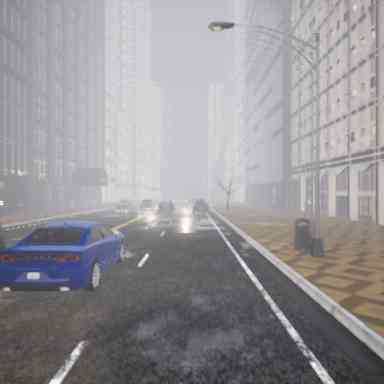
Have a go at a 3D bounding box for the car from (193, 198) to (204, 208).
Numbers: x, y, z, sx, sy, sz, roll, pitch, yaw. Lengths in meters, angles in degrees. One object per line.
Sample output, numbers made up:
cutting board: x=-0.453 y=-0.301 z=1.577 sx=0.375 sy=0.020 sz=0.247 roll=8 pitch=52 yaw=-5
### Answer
car: x=0.988 y=1.714 z=53.389 sx=1.801 sy=1.575 sz=5.366 roll=0 pitch=0 yaw=0

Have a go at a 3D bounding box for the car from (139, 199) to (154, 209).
car: x=-6.557 y=1.734 z=48.453 sx=1.837 sy=1.490 sz=4.892 roll=0 pitch=0 yaw=0

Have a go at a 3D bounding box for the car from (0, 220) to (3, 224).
car: x=-6.596 y=1.251 z=7.607 sx=2.150 sy=2.045 sz=5.566 roll=0 pitch=0 yaw=0

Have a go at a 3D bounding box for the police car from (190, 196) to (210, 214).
police car: x=0.984 y=1.589 z=37.309 sx=1.930 sy=1.638 sz=5.238 roll=0 pitch=0 yaw=0

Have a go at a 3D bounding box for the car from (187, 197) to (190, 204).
car: x=0.017 y=1.789 z=72.741 sx=1.812 sy=1.442 sz=4.674 roll=0 pitch=0 yaw=0

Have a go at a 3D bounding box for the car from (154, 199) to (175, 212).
car: x=-3.140 y=1.683 z=42.056 sx=2.128 sy=1.511 sz=4.902 roll=0 pitch=0 yaw=0

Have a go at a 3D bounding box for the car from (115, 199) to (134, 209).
car: x=-9.793 y=1.779 z=48.703 sx=2.033 sy=1.411 sz=5.357 roll=0 pitch=0 yaw=1

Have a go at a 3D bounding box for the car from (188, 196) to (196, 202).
car: x=0.021 y=1.896 z=88.573 sx=1.882 sy=1.535 sz=5.008 roll=0 pitch=0 yaw=0

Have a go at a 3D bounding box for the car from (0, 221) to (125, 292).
car: x=-3.146 y=1.513 z=9.072 sx=1.882 sy=1.535 sz=5.008 roll=0 pitch=0 yaw=0
